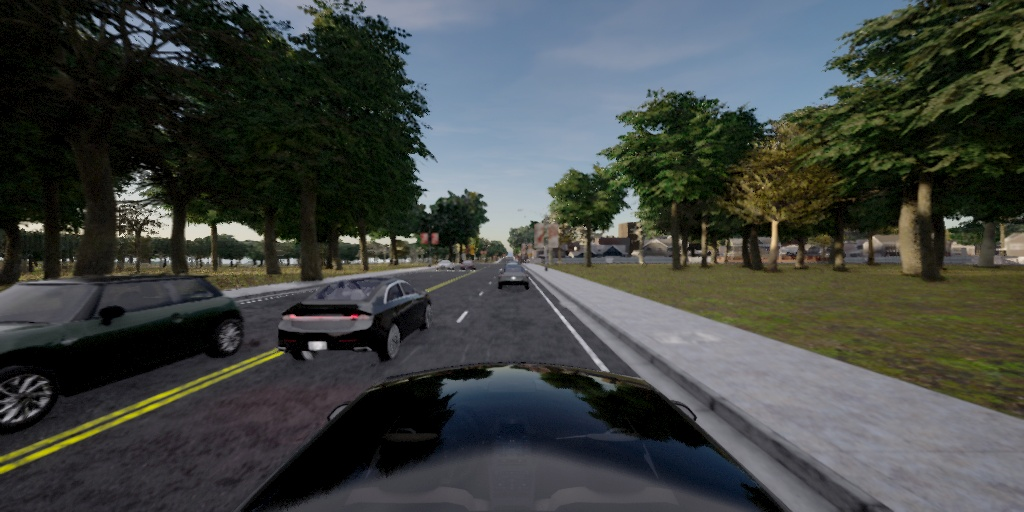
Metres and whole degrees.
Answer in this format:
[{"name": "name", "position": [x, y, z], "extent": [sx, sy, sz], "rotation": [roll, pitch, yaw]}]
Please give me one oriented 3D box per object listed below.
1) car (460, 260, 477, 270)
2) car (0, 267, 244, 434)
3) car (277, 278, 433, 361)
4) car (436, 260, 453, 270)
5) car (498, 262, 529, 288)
[{"name": "car", "position": [-6.516, 1.348, 53.422], "extent": [1.812, 1.442, 4.674], "rotation": [0, 0, 0]}, {"name": "car", "position": [-6.601, 1.101, 5.477], "extent": [2.097, 1.767, 4.553], "rotation": [0, 0, 0]}, {"name": "car", "position": [-3.150, 1.240, 8.237], "extent": [2.128, 1.511, 4.902], "rotation": [0, 0, 0]}, {"name": "car", "position": [-9.777, 1.345, 52.620], "extent": [1.812, 1.442, 4.674], "rotation": [0, 0, 1]}, {"name": "car", "position": [0.097, 1.316, 23.668], "extent": [1.994, 1.385, 4.181], "rotation": [0, 0, 0]}]
